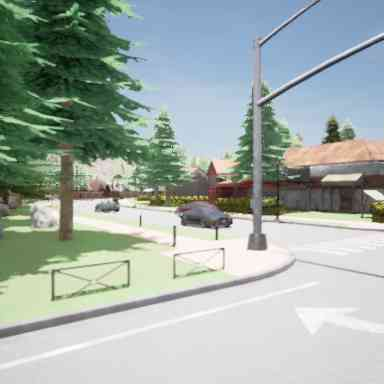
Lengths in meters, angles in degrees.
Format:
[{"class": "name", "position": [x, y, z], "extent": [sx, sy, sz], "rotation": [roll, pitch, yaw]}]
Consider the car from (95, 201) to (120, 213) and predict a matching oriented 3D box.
[{"class": "car", "position": [-10.062, 1.725, 39.414], "extent": [1.994, 1.385, 4.181], "rotation": [0, 0, -32]}]

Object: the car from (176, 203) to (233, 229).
[{"class": "car", "position": [0.950, 1.724, 23.330], "extent": [1.994, 1.385, 4.181], "rotation": [0, 0, -35]}]
